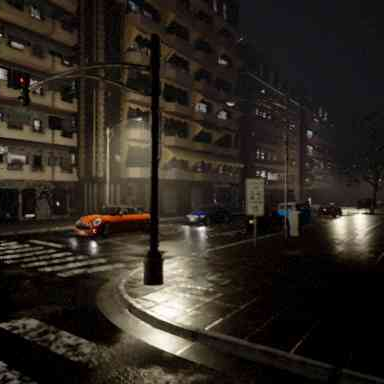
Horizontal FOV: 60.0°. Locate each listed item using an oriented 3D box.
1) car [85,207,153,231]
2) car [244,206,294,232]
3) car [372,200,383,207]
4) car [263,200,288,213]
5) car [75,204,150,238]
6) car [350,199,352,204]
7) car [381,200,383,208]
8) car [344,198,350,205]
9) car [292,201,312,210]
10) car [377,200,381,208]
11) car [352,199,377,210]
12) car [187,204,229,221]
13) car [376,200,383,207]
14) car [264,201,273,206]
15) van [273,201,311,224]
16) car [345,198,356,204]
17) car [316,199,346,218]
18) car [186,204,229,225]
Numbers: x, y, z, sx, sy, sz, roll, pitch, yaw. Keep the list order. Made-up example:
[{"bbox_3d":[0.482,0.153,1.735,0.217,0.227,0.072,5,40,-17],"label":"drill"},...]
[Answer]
[{"bbox_3d":[-4.951,1.795,23.141,2.008,1.369,4.403,0,-1,36],"label":"car"},{"bbox_3d":[5.075,1.913,22.631,1.947,1.339,4.313,0,-1,36],"label":"car"},{"bbox_3d":[37.843,2.332,67.218,1.887,1.381,4.507,0,0,36],"label":"car"},{"bbox_3d":[11.434,1.909,45.436,1.967,1.590,4.097,0,0,36],"label":"car"},{"bbox_3d":[-4.484,1.592,19.434,2.097,1.767,4.553,0,0,37],"label":"car"},{"bbox_3d":[37.649,2.254,81.105,1.967,1.590,4.097,0,0,36],"label":"car"},{"bbox_3d":[34.566,2.185,62.760,1.967,1.590,4.097,0,0,36],"label":"car"},{"bbox_3d":[34.371,2.337,76.646,1.947,1.339,4.313,0,0,36],"label":"car"},{"bbox_3d":[17.987,2.138,54.352,1.802,1.307,4.206,0,0,36],"label":"car"},{"bbox_3d":[31.289,2.284,58.300,1.802,1.307,4.206,0,0,36],"label":"car"},{"bbox_3d":[28.013,1.973,53.844,2.192,1.841,5.009,0,0,36],"label":"car"},{"bbox_3d":[1.603,1.879,32.058,1.887,1.381,4.507,0,-1,36],"label":"car"},{"bbox_3d":[41.119,2.380,71.677,2.008,1.369,4.403,0,0,36],"label":"car"},{"bbox_3d":[8.157,2.006,40.976,1.802,1.307,4.206,0,-1,36],"label":"car"},{"bbox_3d":[8.352,1.734,27.091,1.690,1.788,3.998,0,-1,36],"label":"van"},{"bbox_3d":[40.824,2.380,85.426,1.752,1.417,4.829,0,0,36],"label":"car"},{"bbox_3d":[14.906,1.922,36.008,1.967,1.590,4.097,0,-1,36],"label":"car"},{"bbox_3d":[1.404,1.847,27.410,1.812,1.442,4.674,0,0,36],"label":"car"}]
